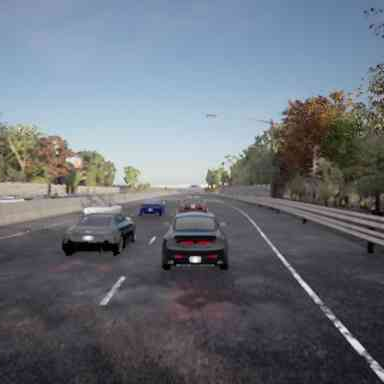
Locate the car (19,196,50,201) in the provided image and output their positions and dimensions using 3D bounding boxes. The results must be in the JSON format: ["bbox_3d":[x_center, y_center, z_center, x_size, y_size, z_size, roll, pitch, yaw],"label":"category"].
[{"bbox_3d":[-17.584,1.249,38.379,1.812,1.442,4.674,0,0,0],"label":"car"}]

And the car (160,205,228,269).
[{"bbox_3d":[0.091,1.424,10.870,1.837,1.490,4.892,0,1,0],"label":"car"}]

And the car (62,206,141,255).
[{"bbox_3d":[-3.405,1.466,12.916,1.994,1.385,4.181,0,0,0],"label":"car"}]

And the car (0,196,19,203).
[{"bbox_3d":[-21.082,1.249,38.342,1.812,1.442,4.674,0,0,0],"label":"car"}]

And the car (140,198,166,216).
[{"bbox_3d":[-3.400,1.261,29.440,1.882,1.535,5.008,0,0,0],"label":"car"}]

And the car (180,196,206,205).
[{"bbox_3d":[0.096,1.148,27.623,2.097,1.767,4.553,0,0,0],"label":"car"}]

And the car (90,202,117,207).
[{"bbox_3d":[-6.904,1.406,26.298,1.895,1.301,4.718,0,0,0],"label":"car"}]
